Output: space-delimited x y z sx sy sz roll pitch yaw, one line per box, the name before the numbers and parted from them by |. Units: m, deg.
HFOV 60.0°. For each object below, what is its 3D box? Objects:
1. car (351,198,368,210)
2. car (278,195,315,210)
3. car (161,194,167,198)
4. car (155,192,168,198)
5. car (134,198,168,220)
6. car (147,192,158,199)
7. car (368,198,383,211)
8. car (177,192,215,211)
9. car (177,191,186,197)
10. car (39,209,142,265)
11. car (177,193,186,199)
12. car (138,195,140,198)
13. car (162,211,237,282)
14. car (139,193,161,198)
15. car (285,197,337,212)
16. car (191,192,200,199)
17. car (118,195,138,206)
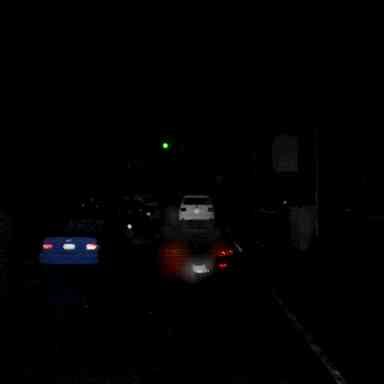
car | 21.046 1.423 39.156 4.181 1.385 1.994 0 0 -3
car | 12.411 1.212 38.764 4.553 1.767 2.097 0 0 -3
car | -6.376 1.322 61.034 1.994 1.385 4.181 0 0 2
car | -6.232 1.131 71.498 1.882 1.535 5.008 0 1 1
car | -3.133 1.433 26.582 1.812 1.442 4.674 0 0 1
car | -9.636 0.817 81.453 2.097 1.767 4.553 0 1 1
car | 22.102 1.351 35.699 5.008 1.535 1.882 0 0 -2
car | 0.310 1.151 21.788 2.150 2.045 5.566 0 0 1
car | -2.899 0.619 91.956 1.882 1.535 5.008 0 1 -8
car | -3.297 1.517 11.505 2.033 1.411 5.357 0 0 1
car | -2.632 1.013 81.426 2.033 1.411 5.357 0 1 0
car | -9.888 1.286 60.547 1.812 1.442 4.674 0 0 1
car | 0.187 1.503 9.555 1.812 1.442 4.674 0 0 0
car | -6.530 1.279 52.048 1.882 1.535 5.008 0 0 1
car | 12.718 1.475 35.275 4.718 1.301 1.895 0 0 -3
car | 0.872 0.820 82.121 2.097 1.767 4.553 0 1 0
car | -10.041 1.329 51.459 1.812 1.442 4.674 0 0 1
